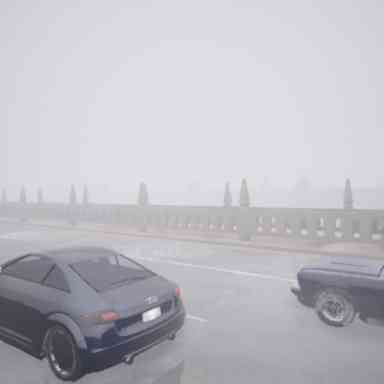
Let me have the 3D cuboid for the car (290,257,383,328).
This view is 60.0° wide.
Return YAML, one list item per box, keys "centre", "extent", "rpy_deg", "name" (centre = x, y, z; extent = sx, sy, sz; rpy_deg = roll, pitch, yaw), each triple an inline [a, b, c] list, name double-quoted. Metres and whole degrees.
- centre: [4.121, 1.599, 5.357]
  extent: [4.718, 1.301, 1.895]
  rpy_deg: [0, 0, 35]
  name: "car"

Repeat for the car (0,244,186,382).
- centre: [-2.161, 1.590, 5.539]
  extent: [4.181, 1.385, 1.994]
  rpy_deg: [0, 0, 35]
  name: "car"
